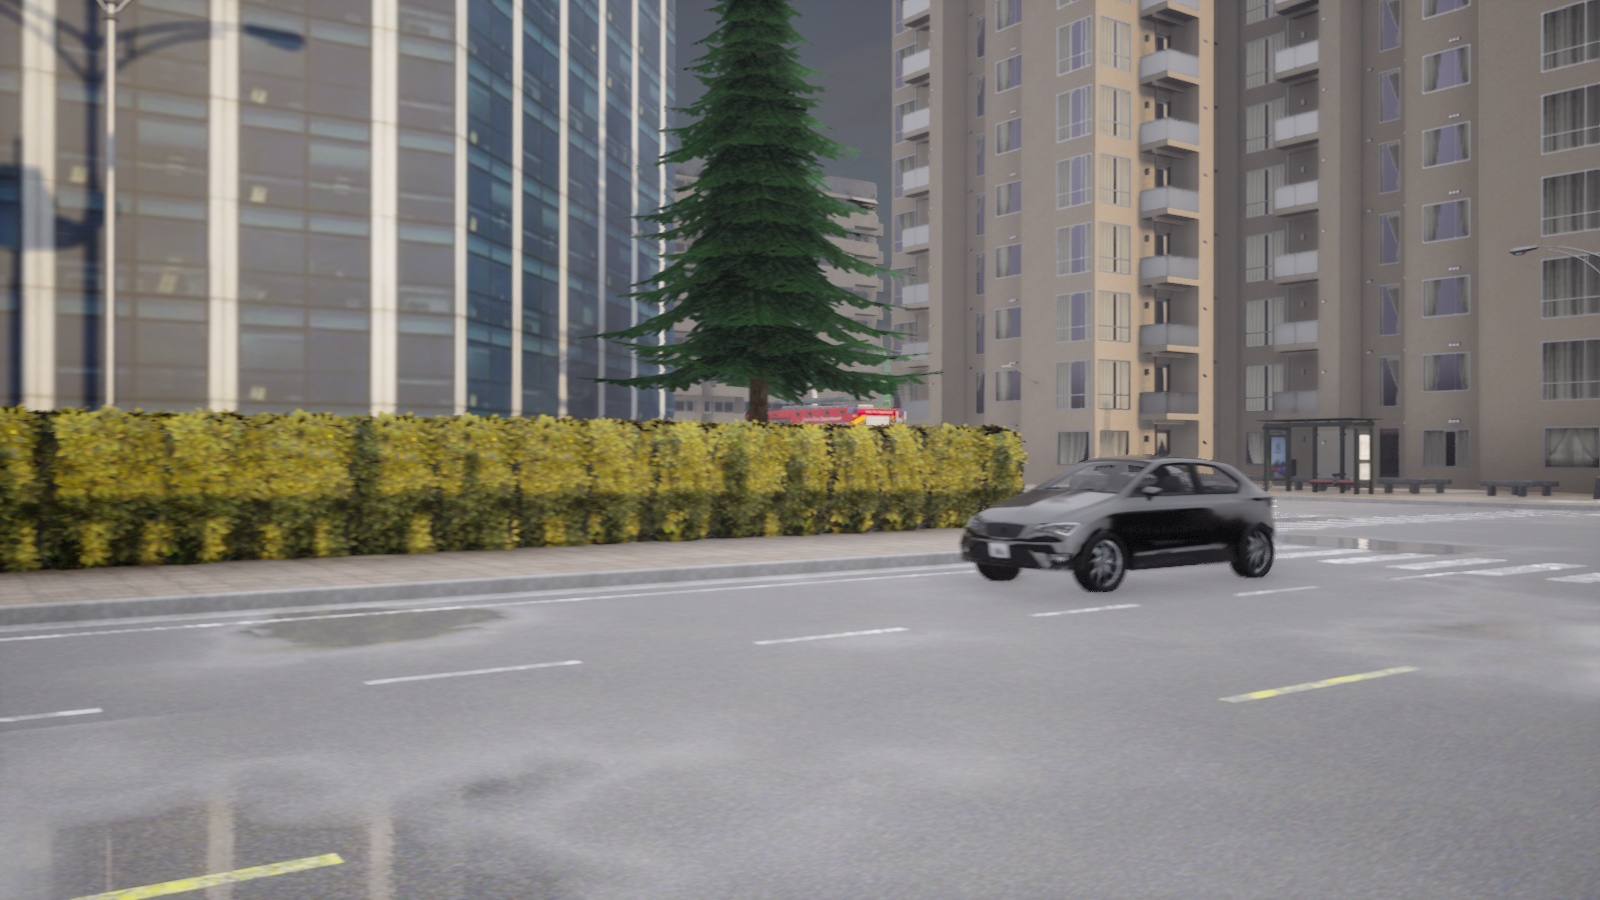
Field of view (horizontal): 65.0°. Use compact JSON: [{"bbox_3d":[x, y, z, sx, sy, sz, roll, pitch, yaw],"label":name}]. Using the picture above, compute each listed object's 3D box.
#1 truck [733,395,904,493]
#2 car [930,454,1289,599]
[{"bbox_3d":[0.597,-0.234,53.506,2.891,3.827,8.468,0,0,-35],"label":"truck"},{"bbox_3d":[3.711,0.787,14.761,4.193,1.474,1.816,0,0,-36],"label":"car"}]
